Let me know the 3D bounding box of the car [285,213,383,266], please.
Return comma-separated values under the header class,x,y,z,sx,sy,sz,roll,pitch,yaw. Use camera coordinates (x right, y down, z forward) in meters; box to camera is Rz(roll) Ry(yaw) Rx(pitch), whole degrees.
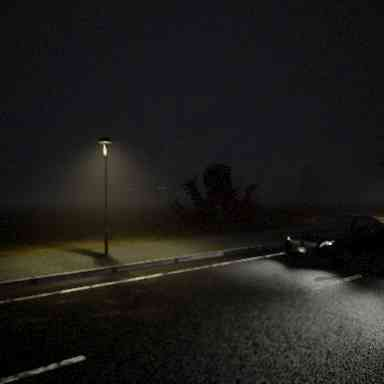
class,x,y,z,sx,sy,sz,roll,pitch,yaw
car,5.214,1.476,11.502,4.674,1.442,1.812,0,0,-36
